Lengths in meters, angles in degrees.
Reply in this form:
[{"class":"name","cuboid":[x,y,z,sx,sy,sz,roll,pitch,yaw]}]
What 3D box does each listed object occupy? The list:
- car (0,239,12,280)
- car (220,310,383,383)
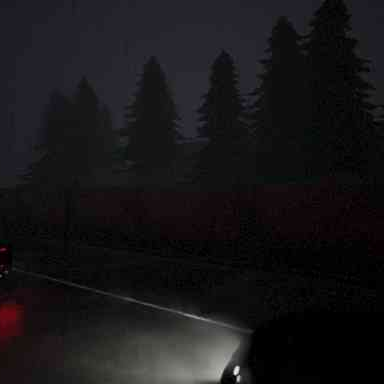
[{"class":"car","cuboid":[-6.577,1.507,8.676,4.892,1.490,1.837,1,0,35]},{"class":"car","cuboid":[2.257,1.564,2.382,4.181,1.385,1.994,0,0,35]}]
